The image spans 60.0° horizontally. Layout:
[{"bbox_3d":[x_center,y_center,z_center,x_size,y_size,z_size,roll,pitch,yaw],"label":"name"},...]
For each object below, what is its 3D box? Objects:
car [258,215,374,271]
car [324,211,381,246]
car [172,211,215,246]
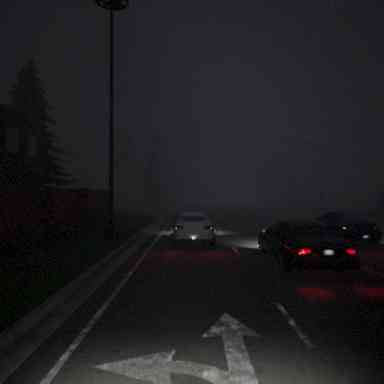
[{"bbox_3d":[3.545,1.620,11.081,2.033,1.411,5.357,0,0,0],"label":"car"},{"bbox_3d":[7.074,1.628,15.804,1.812,1.442,4.674,0,0,0],"label":"car"},{"bbox_3d":[0.075,1.628,15.812,1.812,1.442,4.674,0,0,0],"label":"car"}]
